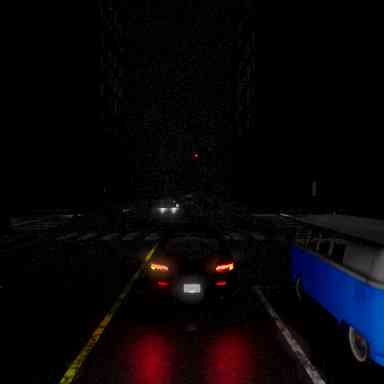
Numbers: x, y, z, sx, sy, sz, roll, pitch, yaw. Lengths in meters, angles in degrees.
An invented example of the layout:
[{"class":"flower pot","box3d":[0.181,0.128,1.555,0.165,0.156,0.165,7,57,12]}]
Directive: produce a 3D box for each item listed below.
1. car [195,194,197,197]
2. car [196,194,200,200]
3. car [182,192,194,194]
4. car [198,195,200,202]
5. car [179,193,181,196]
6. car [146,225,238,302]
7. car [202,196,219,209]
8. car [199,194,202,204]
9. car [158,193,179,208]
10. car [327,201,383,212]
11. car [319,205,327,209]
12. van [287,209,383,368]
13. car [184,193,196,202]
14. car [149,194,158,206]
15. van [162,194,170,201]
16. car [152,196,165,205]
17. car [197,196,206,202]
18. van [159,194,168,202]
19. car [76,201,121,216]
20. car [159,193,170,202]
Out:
[{"class":"car","box3d":[2.284,1.521,72.279,2.008,1.369,4.403,0,0,-1]},{"class":"car","box3d":[2.358,1.520,66.755,1.887,1.381,4.507,0,0,-1]},{"class":"car","box3d":[-0.734,1.076,84.209,2.150,2.045,5.566,0,0,-1]},{"class":"car","box3d":[2.508,1.535,55.703,2.008,1.369,4.403,0,0,-1]},{"class":"car","box3d":[-3.513,1.485,64.439,1.837,1.490,4.892,0,-1,0]},{"class":"car","box3d":[0.001,1.525,8.141,1.812,1.442,4.674,0,0,0]},{"class":"car","box3d":[2.655,1.516,44.822,1.752,1.417,4.829,0,0,-1]},{"class":"car","box3d":[2.582,1.428,50.177,1.967,1.590,4.097,0,0,-1]},{"class":"car","box3d":[-3.336,1.341,47.828,2.097,1.767,4.553,0,0,-1]},{"class":"car","box3d":[14.609,1.517,28.845,4.674,1.442,1.812,0,0,-3]},{"class":"car","box3d":[14.424,1.583,32.096,4.718,1.301,1.895,0,0,2]},{"class":"van","box3d":[2.855,1.341,5.463,1.690,1.788,3.998,0,0,0]},{"class":"car","box3d":[-0.600,1.561,74.209,1.895,1.301,4.718,0,0,-1]},{"class":"car","box3d":[-6.017,1.299,55.588,2.192,1.841,5.009,0,0,-1]},{"class":"van","box3d":[-6.388,1.299,83.214,1.690,1.788,3.998,0,0,-1]},{"class":"car","box3d":[-6.092,1.531,61.114,2.008,1.369,4.403,0,0,-1]},{"class":"car","box3d":[2.209,1.546,77.805,1.802,1.307,4.206,0,0,-1]},{"class":"van","box3d":[-6.241,1.312,72.164,1.690,1.788,3.998,0,0,-1]},{"class":"car","box3d":[-9.060,1.542,32.355,4.181,1.385,1.994,0,0,-21]},{"class":"car","box3d":[-6.316,1.279,77.690,2.192,1.841,5.009,0,0,-1]}]
